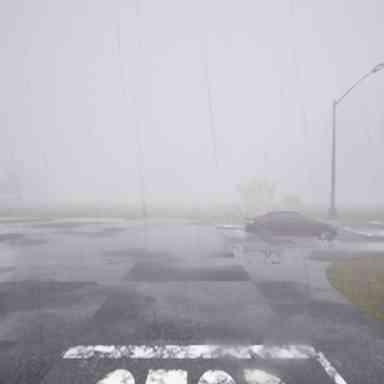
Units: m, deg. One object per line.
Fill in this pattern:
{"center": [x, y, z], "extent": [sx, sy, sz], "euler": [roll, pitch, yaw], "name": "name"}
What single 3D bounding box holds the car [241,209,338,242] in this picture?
{"center": [4.828, 1.609, 16.634], "extent": [4.674, 1.442, 1.812], "euler": [1, 0, 0], "name": "car"}
